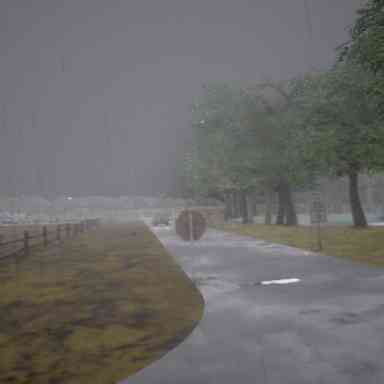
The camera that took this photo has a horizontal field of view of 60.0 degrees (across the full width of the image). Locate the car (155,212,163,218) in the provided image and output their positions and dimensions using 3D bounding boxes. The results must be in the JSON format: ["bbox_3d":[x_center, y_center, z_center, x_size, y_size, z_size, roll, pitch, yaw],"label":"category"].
[{"bbox_3d":[-9.446,6.667,94.657,1.882,1.535,5.008,-3,-3,-10],"label":"car"}]

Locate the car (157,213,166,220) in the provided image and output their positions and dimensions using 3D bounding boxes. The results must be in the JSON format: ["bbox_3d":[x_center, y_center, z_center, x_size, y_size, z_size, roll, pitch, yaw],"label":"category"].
[{"bbox_3d":[-7.709,6.169,84.399,1.837,1.490,4.892,-3,-3,-10],"label":"car"}]

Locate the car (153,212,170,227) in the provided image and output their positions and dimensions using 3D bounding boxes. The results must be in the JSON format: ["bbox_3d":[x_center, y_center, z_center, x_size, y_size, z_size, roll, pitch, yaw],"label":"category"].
[{"bbox_3d":[-4.674,4.034,49.856,2.150,2.045,5.566,-3,-3,-10],"label":"car"}]
